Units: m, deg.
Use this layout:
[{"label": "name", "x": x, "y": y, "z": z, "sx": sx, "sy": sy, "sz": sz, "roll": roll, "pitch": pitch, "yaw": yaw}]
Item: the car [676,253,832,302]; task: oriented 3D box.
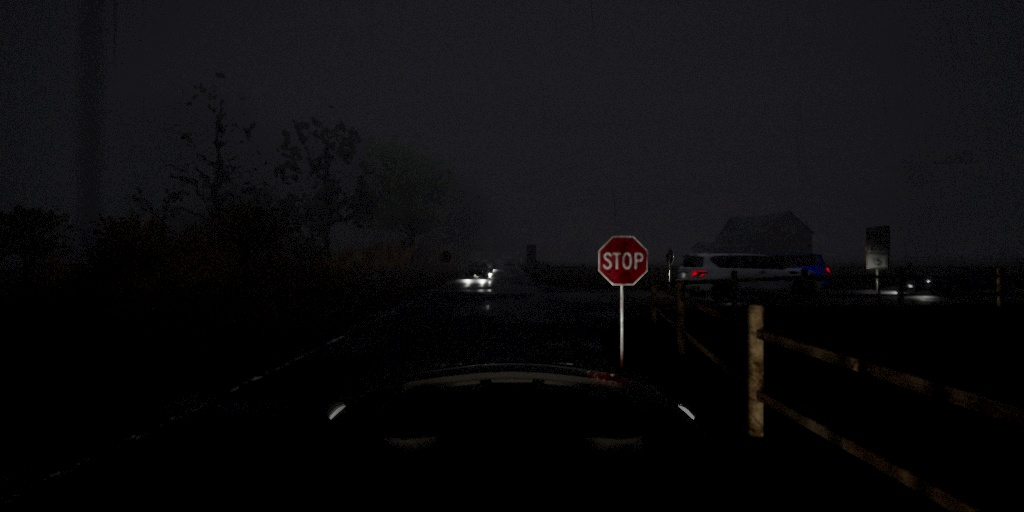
[{"label": "car", "x": 10.150, "y": 0.891, "z": 15.672, "sx": 5.566, "sy": 2.045, "sz": 2.150, "roll": 0, "pitch": -1, "yaw": -2}]

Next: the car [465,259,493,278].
[{"label": "car", "x": -3.123, "y": 1.238, "z": 32.798, "sx": 2.033, "sy": 1.411, "sz": 5.357, "roll": 0, "pitch": 0, "yaw": 0}]

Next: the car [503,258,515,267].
[{"label": "car", "x": -0.420, "y": 1.156, "z": 59.840, "sx": 2.033, "sy": 1.411, "sz": 5.357, "roll": 0, "pitch": 0, "yaw": -1}]

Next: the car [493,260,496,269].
[{"label": "car", "x": -3.204, "y": 1.190, "z": 42.489, "sx": 1.812, "sy": 1.442, "sz": 4.674, "roll": 0, "pitch": 0, "yaw": -1}]

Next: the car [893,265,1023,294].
[{"label": "car", "x": 23.349, "y": 1.178, "z": 18.691, "sx": 5.357, "sy": 1.411, "sz": 2.033, "roll": 0, "pitch": 0, "yaw": -2}]

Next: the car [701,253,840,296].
[{"label": "car", "x": 13.100, "y": 0.896, "z": 18.440, "sx": 5.566, "sy": 2.045, "sz": 2.150, "roll": 0, "pitch": 0, "yaw": -1}]
